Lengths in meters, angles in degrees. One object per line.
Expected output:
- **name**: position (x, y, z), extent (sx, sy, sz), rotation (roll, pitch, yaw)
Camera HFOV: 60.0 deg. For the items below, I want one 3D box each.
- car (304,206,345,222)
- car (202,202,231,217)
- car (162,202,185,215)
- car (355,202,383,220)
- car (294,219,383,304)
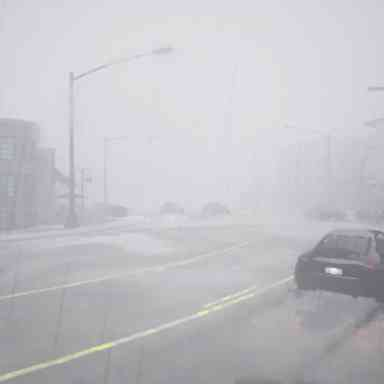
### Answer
- **car**: position (11.259, 1.833, 28.621), extent (1.895, 1.301, 4.718), rotation (0, -1, 0)
- **car**: position (2.621, 1.863, 36.715), extent (2.128, 1.511, 4.902), rotation (0, -1, -19)
- **car**: position (-2.330, 1.946, 40.315), extent (1.837, 1.490, 4.892), rotation (0, -1, -21)
- **car**: position (14.508, 1.535, 25.917), extent (2.097, 1.767, 4.553), rotation (-1, -1, 6)
- **car**: position (4.237, 1.630, 8.508), extent (1.994, 1.385, 4.181), rotation (-1, -1, 39)
